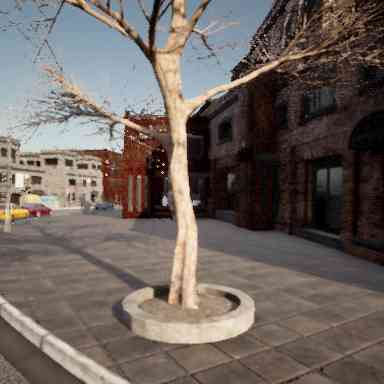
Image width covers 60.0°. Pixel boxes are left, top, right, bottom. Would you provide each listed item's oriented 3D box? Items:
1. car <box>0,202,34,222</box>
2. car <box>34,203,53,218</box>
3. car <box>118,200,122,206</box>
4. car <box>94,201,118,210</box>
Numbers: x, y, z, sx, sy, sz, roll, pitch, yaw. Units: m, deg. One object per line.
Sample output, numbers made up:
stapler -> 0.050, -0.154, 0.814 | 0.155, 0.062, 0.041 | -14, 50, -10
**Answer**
car -> -15.500, 1.660, 28.130 | 1.801, 1.575, 5.366 | 1, -1, -7
car -> -15.758, 1.814, 33.550 | 1.812, 1.442, 4.674 | 1, -1, 1
car -> -14.561, 2.308, 70.657 | 1.994, 1.385, 4.181 | 1, -1, 10
car -> -14.060, 2.206, 53.608 | 1.994, 1.385, 4.181 | 1, -1, 10
